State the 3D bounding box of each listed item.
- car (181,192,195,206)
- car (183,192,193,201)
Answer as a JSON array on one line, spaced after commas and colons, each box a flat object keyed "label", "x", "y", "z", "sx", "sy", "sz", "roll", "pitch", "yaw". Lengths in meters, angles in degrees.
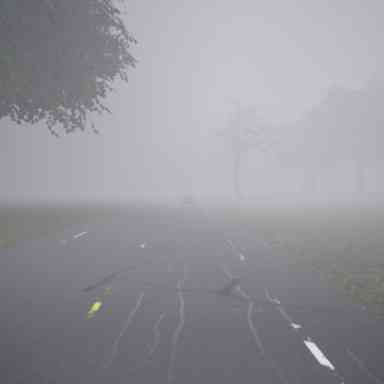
[{"label": "car", "x": -0.518, "y": 1.047, "z": 43.563, "sx": 2.033, "sy": 1.411, "sz": 5.357, "roll": 0, "pitch": 1, "yaw": -1}, {"label": "car", "x": -0.809, "y": 0.811, "z": 62.838, "sx": 1.812, "sy": 1.442, "sz": 4.674, "roll": 0, "pitch": 1, "yaw": -1}]
